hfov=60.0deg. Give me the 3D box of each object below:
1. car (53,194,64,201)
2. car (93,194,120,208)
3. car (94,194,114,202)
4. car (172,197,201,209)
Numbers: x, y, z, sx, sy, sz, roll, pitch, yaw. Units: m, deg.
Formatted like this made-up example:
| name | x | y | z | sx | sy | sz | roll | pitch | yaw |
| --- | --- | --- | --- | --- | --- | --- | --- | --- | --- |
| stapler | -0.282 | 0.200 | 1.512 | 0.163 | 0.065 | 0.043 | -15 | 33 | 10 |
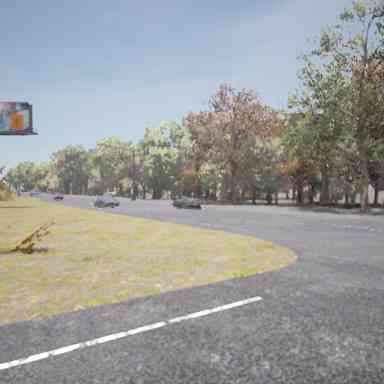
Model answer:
| name | x | y | z | sx | sy | sz | roll | pitch | yaw |
| --- | --- | --- | --- | --- | --- | --- | --- | --- | --- |
| car | -27.773 | 1.108 | 69.293 | 1.895 | 1.301 | 4.718 | 0 | 0 | -27 |
| car | -11.064 | 1.266 | 42.737 | 2.033 | 1.411 | 5.357 | 0 | 0 | -35 |
| car | -16.901 | 1.120 | 63.909 | 2.033 | 1.411 | 5.357 | 0 | 0 | -34 |
| car | -0.723 | 1.322 | 39.925 | 1.994 | 1.385 | 4.181 | 0 | 0 | -34 |
